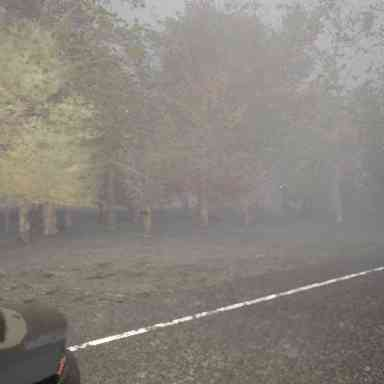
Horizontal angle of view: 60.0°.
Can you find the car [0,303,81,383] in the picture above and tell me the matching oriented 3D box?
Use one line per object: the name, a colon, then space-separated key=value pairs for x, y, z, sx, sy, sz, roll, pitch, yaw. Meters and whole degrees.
car: x=-3.146 y=1.492 z=1.748 sx=4.892 sy=1.490 sz=1.837 roll=1 pitch=0 yaw=-35
